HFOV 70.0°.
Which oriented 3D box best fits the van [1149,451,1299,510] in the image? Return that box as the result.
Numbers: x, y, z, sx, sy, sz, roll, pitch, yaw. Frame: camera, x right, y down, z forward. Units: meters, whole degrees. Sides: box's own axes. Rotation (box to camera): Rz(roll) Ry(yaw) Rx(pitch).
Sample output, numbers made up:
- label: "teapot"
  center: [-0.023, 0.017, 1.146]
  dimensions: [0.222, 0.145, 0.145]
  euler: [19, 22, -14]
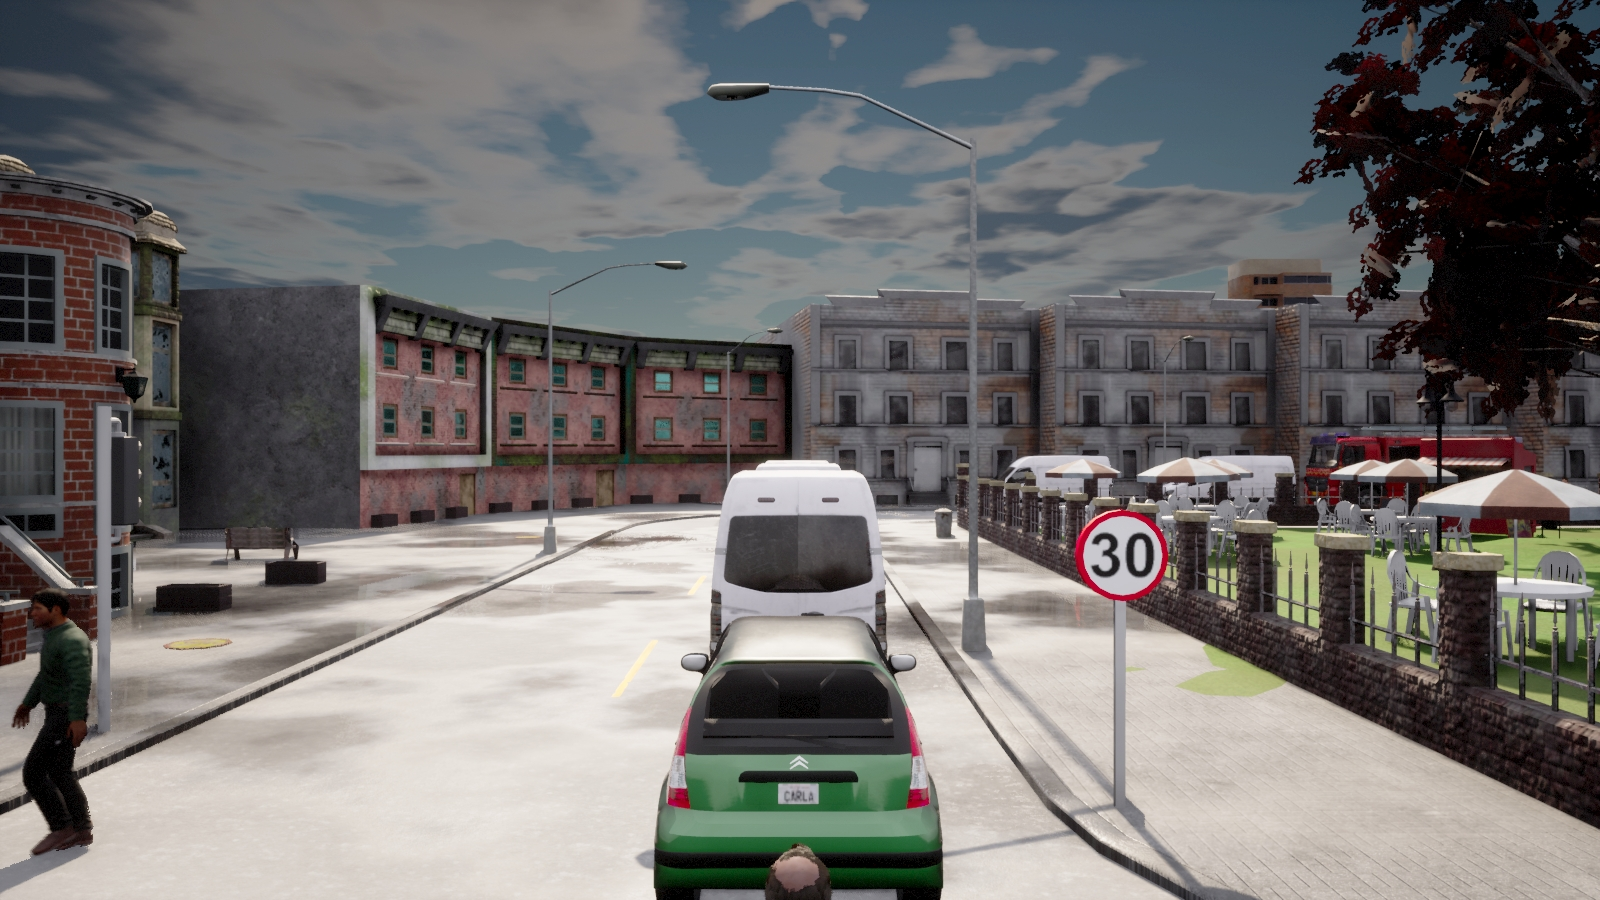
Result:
- label: "van"
  center: [18.656, 1.314, 50.452]
  dimensions: [5.915, 2.561, 1.988]
  euler: [0, 0, 0]

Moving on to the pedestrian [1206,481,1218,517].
- label: "pedestrian"
  center: [15.194, 1.805, 42.180]
  dimensions: [0.375, 1.300, 0.375]
  euler: [0, 0, 12]

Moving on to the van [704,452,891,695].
- label: "van"
  center: [-0.025, 1.315, 15.105]
  dimensions: [1.988, 2.561, 5.915]
  euler: [0, 0, 0]

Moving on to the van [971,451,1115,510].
- label: "van"
  center: [10.668, 1.315, 50.430]
  dimensions: [5.915, 2.561, 1.988]
  euler: [0, 0, 0]

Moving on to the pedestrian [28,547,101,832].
- label: "pedestrian"
  center: [-5.102, 1.629, 7.923]
  dimensions: [0.375, 1.860, 0.375]
  euler: [0, 0, -41]

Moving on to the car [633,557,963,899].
- label: "car"
  center: [-0.015, 1.779, 8.404]
  dimensions: [1.851, 1.617, 3.988]
  euler: [0, 0, 0]

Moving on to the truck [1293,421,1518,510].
- label: "truck"
  center: [26.739, 0.670, 50.713]
  dimensions: [8.468, 3.827, 2.891]
  euler: [0, 0, 0]
